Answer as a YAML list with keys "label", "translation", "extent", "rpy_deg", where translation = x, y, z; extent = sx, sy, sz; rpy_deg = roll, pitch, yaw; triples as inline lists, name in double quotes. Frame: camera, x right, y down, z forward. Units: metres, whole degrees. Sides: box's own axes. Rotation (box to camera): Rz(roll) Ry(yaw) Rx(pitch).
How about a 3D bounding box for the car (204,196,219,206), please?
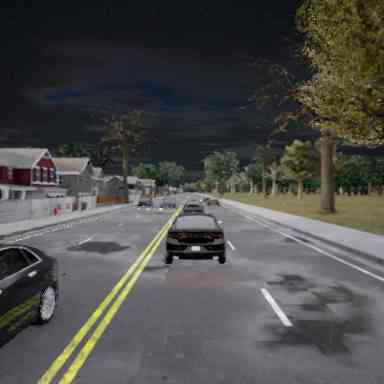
- label: "car"
  translation: [3.386, 1.482, 53.907]
  extent: [1.812, 1.442, 4.674]
  rpy_deg: [0, 0, 0]

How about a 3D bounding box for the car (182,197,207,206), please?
- label: "car"
  translation: [0.125, 1.484, 30.476]
  extent: [1.837, 1.490, 4.892]
  rpy_deg: [0, 0, 0]

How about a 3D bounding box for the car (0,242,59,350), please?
- label: "car"
  translation: [-3.349, 1.501, 4.272]
  extent: [1.837, 1.490, 4.892]
  rpy_deg: [0, 0, 0]

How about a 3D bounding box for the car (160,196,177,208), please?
- label: "car"
  translation: [-3.291, 1.315, 46.530]
  extent: [2.097, 1.767, 4.553]
  rpy_deg: [0, 0, 0]

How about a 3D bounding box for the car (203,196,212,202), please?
- label: "car"
  translation: [3.308, 1.531, 71.952]
  extent: [1.895, 1.301, 4.718]
  rpy_deg: [0, 0, 0]

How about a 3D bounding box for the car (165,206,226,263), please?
- label: "car"
  translation: [0.111, 1.469, 12.025]
  extent: [1.882, 1.535, 5.008]
  rpy_deg: [0, 0, 0]

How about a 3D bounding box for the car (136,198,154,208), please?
- label: "car"
  translation: [-6.545, 1.510, 47.129]
  extent: [2.033, 1.411, 5.357]
  rpy_deg: [0, 0, 0]
